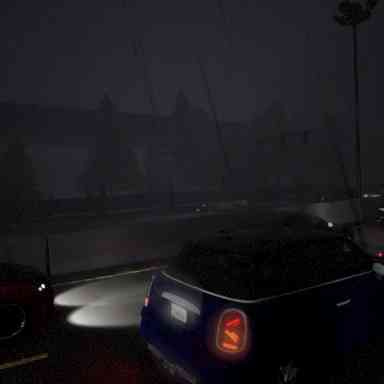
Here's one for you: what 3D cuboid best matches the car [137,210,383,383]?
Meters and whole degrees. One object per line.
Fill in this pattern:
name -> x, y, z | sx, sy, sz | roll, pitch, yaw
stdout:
car -> 1.581, 1.313, 4.907 | 4.553, 1.767, 2.097 | -1, 1, -36

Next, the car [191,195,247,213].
car -> 2.229, 0.985, 27.230 | 4.718, 1.301, 1.895 | -4, 2, -36

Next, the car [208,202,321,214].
car -> 3.058, 1.321, 10.295 | 5.008, 1.535, 1.882 | -3, 1, -36

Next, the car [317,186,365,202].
car -> 13.721, 0.248, 31.241 | 4.902, 1.511, 2.128 | -4, 2, -36

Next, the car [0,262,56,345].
car -> -4.314, 1.565, 4.975 | 4.181, 1.385, 1.994 | 0, 0, -35

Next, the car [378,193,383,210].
car -> 10.679, 0.865, 15.816 | 4.902, 1.511, 2.128 | -4, 2, -36

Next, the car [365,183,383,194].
car -> 23.948, -0.503, 42.974 | 4.181, 1.385, 1.994 | -4, 2, -36
